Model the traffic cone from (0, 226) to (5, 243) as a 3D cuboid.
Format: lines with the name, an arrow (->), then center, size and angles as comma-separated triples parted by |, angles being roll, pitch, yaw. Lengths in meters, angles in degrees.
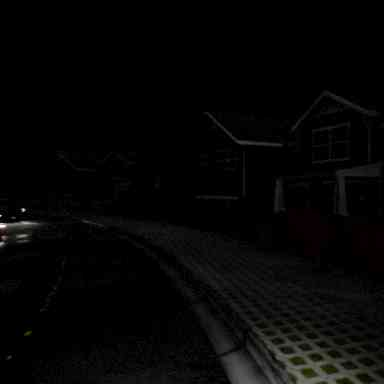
traffic cone -> -8.727, 1.997, 15.181 | 0.340, 0.580, 0.340 | 0, 0, -27

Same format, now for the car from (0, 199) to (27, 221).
car -> -15.102, 1.398, 26.758 | 4.553, 1.767, 2.097 | 0, 0, 43
